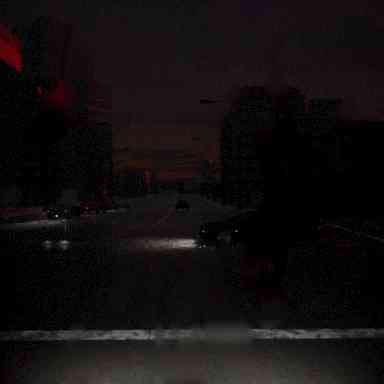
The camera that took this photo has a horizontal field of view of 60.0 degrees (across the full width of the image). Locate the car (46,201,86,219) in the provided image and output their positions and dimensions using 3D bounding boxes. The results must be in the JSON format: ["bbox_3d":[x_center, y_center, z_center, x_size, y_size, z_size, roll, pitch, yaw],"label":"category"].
[{"bbox_3d":[-11.399,1.722,30.035,1.895,1.301,4.718,0,-1,-2],"label":"car"}]

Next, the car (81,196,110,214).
[{"bbox_3d":[-11.760,1.501,39.731,2.150,2.045,5.566,0,-1,-2],"label":"car"}]

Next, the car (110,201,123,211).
[{"bbox_3d":[-12.083,2.065,49.626,1.994,1.385,4.181,0,-1,-1],"label":"car"}]

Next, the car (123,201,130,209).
[{"bbox_3d":[-12.432,2.324,59.510,1.895,1.301,4.718,0,-1,-2],"label":"car"}]

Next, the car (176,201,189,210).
[{"bbox_3d":[-1.560,2.138,53.199,1.994,1.385,4.181,0,-1,-2],"label":"car"}]

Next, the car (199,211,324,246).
[{"bbox_3d":[3.010,1.584,14.912,5.357,1.411,2.033,0,0,-1],"label":"car"}]
